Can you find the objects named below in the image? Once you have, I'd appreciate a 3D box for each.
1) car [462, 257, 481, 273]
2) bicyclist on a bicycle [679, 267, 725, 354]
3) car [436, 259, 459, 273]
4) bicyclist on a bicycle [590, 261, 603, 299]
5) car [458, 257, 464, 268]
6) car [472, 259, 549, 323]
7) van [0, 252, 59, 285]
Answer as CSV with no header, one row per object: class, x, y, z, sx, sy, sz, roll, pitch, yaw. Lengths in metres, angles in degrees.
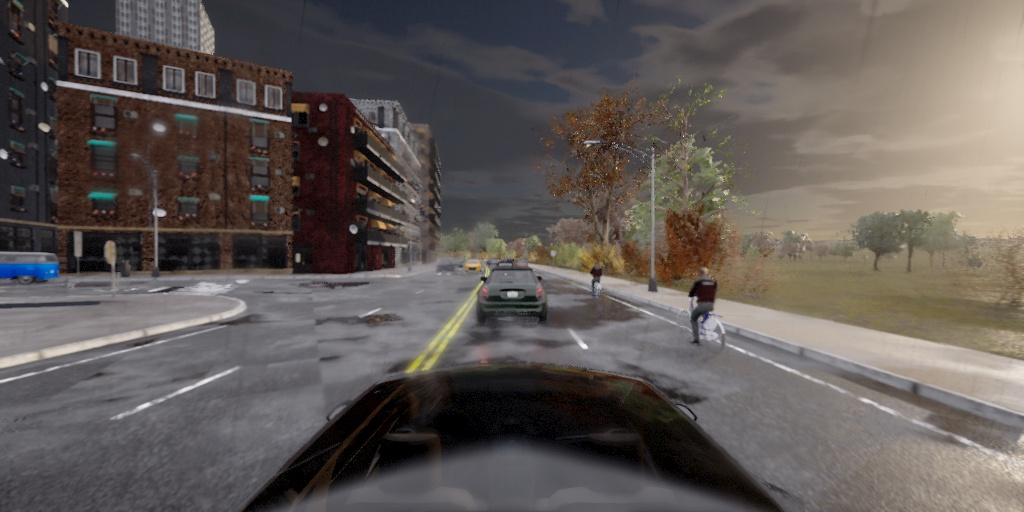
car,-4.704,1.217,43.841,1.882,1.535,5.008,0,0,-3
bicyclist on a bicycle,4.090,1.117,7.862,0.659,1.776,1.843,0,0,-1
car,-7.914,1.291,43.162,2.033,1.411,5.357,0,0,-3
bicyclist on a bicycle,3.940,1.114,16.937,0.659,1.776,1.843,0,0,-1
car,-9.057,1.237,59.204,1.837,1.490,4.892,0,0,-4
car,-0.015,1.100,12.198,2.097,1.767,4.553,0,0,-1
van,-27.957,0.657,19.618,3.998,1.789,1.690,0,0,-30
